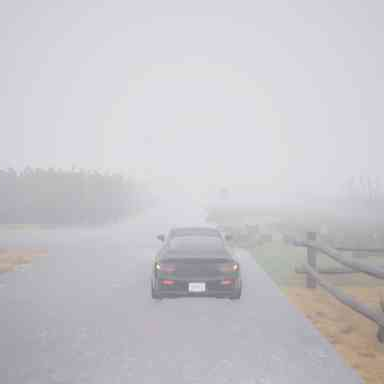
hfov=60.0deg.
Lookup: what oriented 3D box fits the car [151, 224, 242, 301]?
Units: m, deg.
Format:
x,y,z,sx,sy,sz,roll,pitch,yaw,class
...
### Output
x,y,z,sx,sy,sz,roll,pitch,yaw,class
0.084,1.524,8.217,1.812,1.442,4.674,0,0,0,car
